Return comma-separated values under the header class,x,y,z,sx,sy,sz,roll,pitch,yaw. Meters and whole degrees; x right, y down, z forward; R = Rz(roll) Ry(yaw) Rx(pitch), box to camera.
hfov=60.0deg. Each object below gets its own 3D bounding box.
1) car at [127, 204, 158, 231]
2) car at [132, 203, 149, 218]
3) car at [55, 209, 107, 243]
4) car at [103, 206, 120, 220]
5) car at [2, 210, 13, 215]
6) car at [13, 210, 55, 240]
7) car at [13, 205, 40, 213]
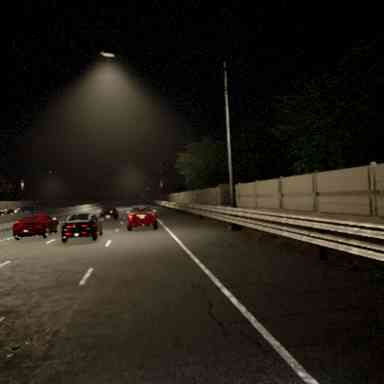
class,x,y,z,sx,sy,sz,roll,pitch,yaw
car,-3.765,1.802,24.980,2.097,1.767,4.553,-3,-1,-9
car,-6.472,2.265,41.702,1.882,1.535,5.008,-3,-1,-9
car,-6.457,2.043,19.853,1.837,1.490,4.892,-3,-1,-9
car,-9.389,2.403,37.933,1.837,1.490,4.892,-3,-1,-9
car,-30.067,3.763,55.551,2.033,1.411,5.357,-3,-1,-9
car,-10.443,2.258,22.581,1.882,1.535,5.008,-3,-1,-9
car,-26.244,3.200,53.538,2.150,2.045,5.566,-3,-1,-9
